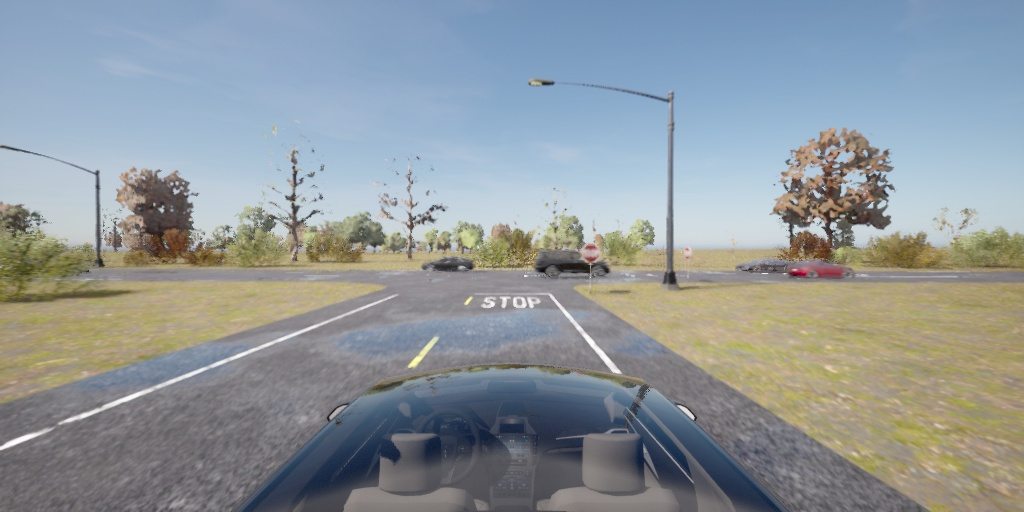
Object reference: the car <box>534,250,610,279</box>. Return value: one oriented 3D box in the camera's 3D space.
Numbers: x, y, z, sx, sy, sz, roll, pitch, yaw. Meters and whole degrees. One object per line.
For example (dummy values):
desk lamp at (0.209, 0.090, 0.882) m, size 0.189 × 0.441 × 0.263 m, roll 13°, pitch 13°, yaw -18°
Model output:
car at (4.446, 0.610, 26.845) m, size 5.566 × 2.045 × 2.150 m, roll 0°, pitch 1°, yaw -1°

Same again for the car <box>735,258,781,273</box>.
car at (24.554, 0.918, 34.454) m, size 5.357 × 1.411 × 2.033 m, roll 0°, pitch 1°, yaw -2°

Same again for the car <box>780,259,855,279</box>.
car at (23.550, 1.029, 27.408) m, size 4.181 × 1.385 × 1.994 m, roll 0°, pitch 1°, yaw -2°

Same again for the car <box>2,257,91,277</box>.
car at (-33.976, 0.797, 25.789) m, size 5.357 × 1.411 × 2.033 m, roll 0°, pitch 1°, yaw -2°

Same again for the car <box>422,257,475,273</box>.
car at (-5.978, 0.813, 33.611) m, size 4.892 × 1.490 × 1.837 m, roll 0°, pitch 1°, yaw -1°
